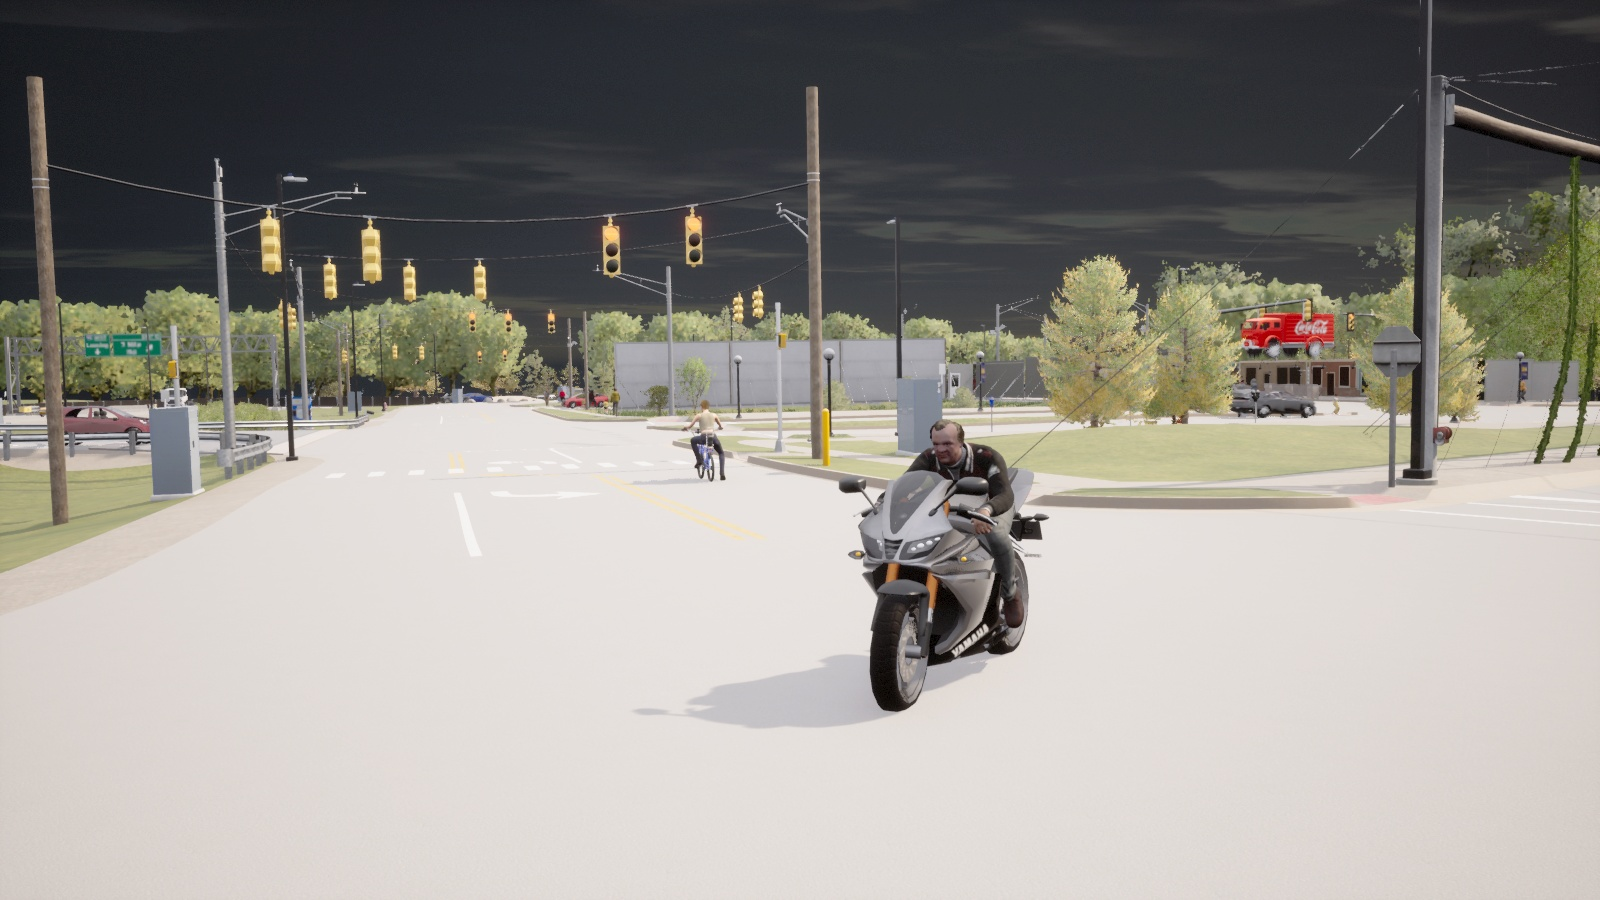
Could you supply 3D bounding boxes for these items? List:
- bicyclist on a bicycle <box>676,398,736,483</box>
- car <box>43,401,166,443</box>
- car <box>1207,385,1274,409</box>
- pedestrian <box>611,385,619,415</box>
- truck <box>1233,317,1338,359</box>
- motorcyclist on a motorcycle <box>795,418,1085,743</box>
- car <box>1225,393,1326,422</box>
[{"bbox_3d":[-1.884,-0.210,24.951,0.866,1.612,1.509,-2,3,-16],"label":"bicyclist on a bicycle"},{"bbox_3d":[-26.071,-1.087,47.188,3.633,1.501,1.845,-1,3,-11],"label":"car"},{"bbox_3d":[32.683,-3.998,93.408,2.152,1.651,5.027,-2,4,-16],"label":"car"},{"bbox_3d":[-11.476,-3.105,77.932,0.370,1.835,0.726,-2,4,-18],"label":"pedestrian"},{"bbox_3d":[29.026,-6.728,75.108,5.204,2.467,2.627,-2,6,-15],"label":"truck"},{"bbox_3d":[0.896,0.607,7.232,0.866,1.530,2.191,0,3,29],"label":"motorcyclist on a motorcycle"},{"bbox_3d":[25.889,-2.326,68.425,4.902,1.511,2.128,0,3,-20],"label":"car"}]
